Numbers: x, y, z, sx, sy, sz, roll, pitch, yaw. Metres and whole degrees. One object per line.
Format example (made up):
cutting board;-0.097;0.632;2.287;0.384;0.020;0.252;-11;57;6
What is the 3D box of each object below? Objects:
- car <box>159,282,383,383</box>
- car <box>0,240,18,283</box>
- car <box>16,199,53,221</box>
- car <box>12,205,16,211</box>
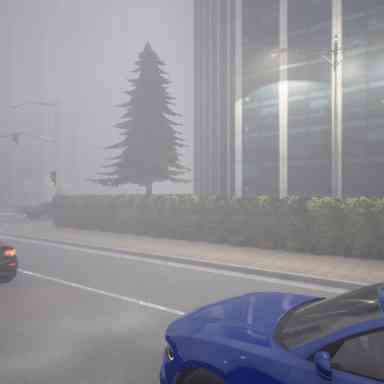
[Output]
car;1.974;1.478;2.585;5.008;1.535;1.882;0;0;36
car;-6.154;1.526;8.337;4.674;1.442;1.812;0;0;36
car;-11.294;1.505;27.323;1.837;1.490;4.892;0;0;36
car;-17.175;1.547;37.424;2.033;1.411;5.357;0;0;36
